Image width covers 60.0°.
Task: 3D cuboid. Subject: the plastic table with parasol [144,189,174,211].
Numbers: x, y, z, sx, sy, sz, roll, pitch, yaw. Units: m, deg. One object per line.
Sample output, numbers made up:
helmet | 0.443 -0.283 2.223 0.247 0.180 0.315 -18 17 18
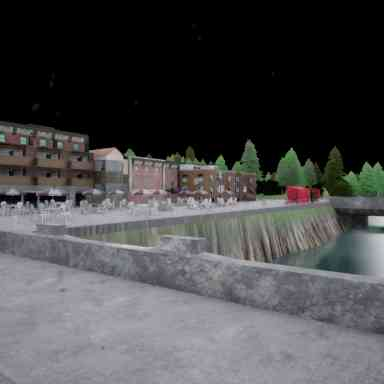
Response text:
plastic table with parasol | -3.931 0.925 39.847 2.482 2.480 2.482 0 0 36
